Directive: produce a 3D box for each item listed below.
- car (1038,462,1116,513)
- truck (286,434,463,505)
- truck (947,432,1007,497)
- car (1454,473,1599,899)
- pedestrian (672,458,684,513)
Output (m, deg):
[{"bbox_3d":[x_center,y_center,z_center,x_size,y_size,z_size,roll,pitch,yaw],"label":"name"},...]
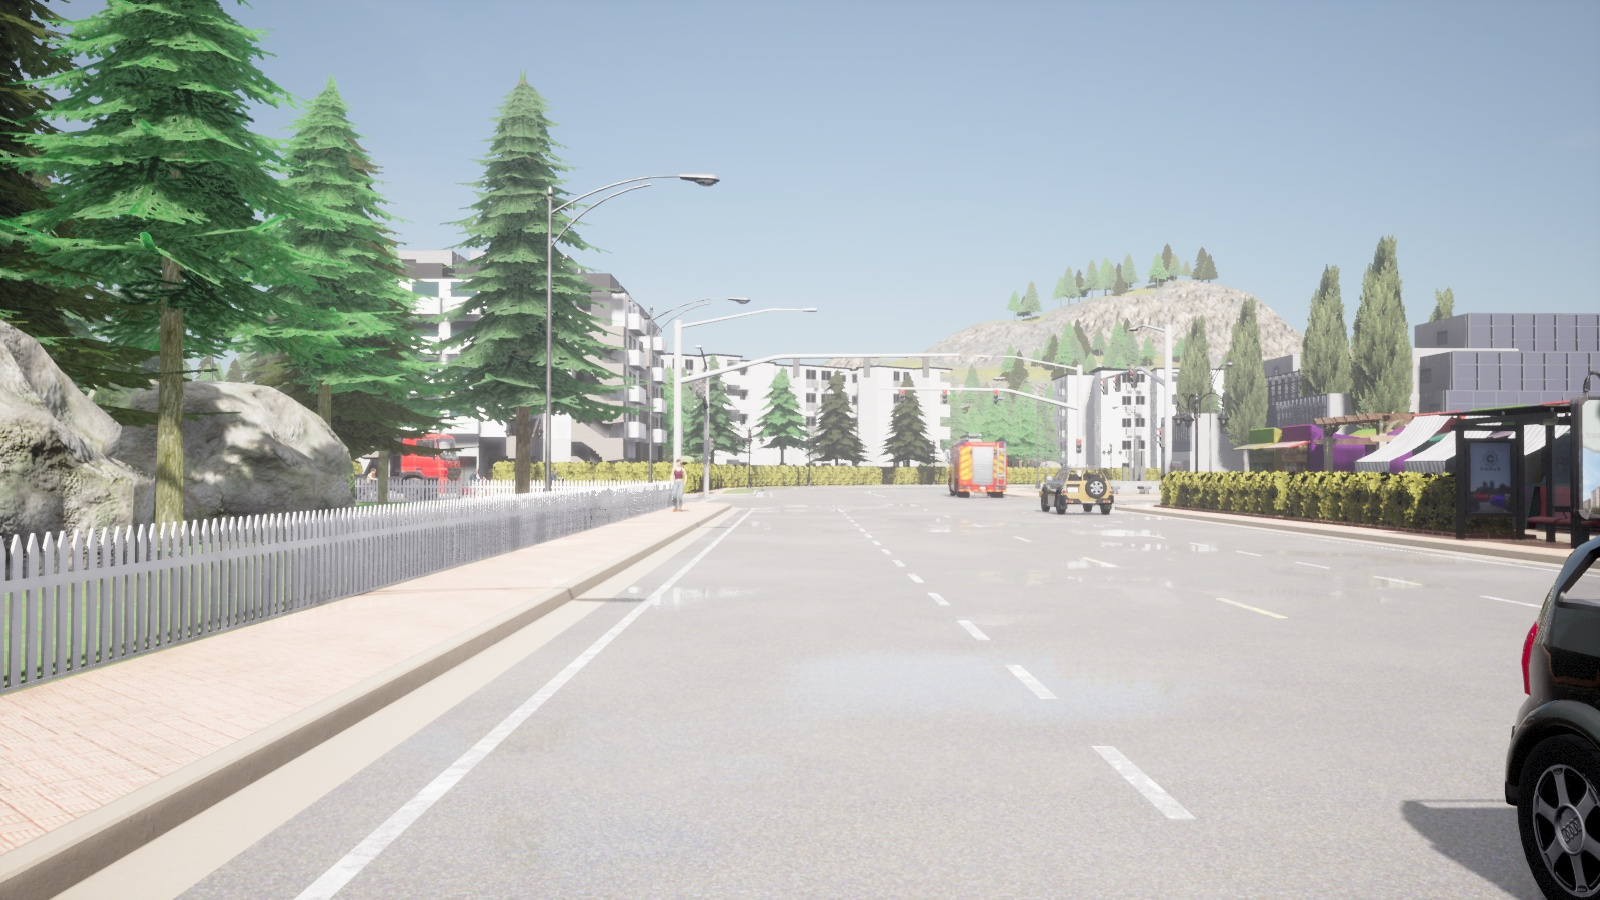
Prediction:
[{"bbox_3d":[10.378,1.383,47.345,1.932,1.855,4.605,0,-1,0],"label":"car"},{"bbox_3d":[-21.319,0.977,63.230,7.936,3.462,2.891,0,-1,1],"label":"truck"},{"bbox_3d":[10.967,0.921,78.501,2.891,3.827,8.468,0,-1,2],"label":"truck"},{"bbox_3d":[3.491,0.831,3.103,1.789,1.549,3.705,0,-1,0],"label":"car"},{"bbox_3d":[-4.104,1.200,42.387,0.345,1.836,0.594,0,-1,0],"label":"pedestrian"}]
